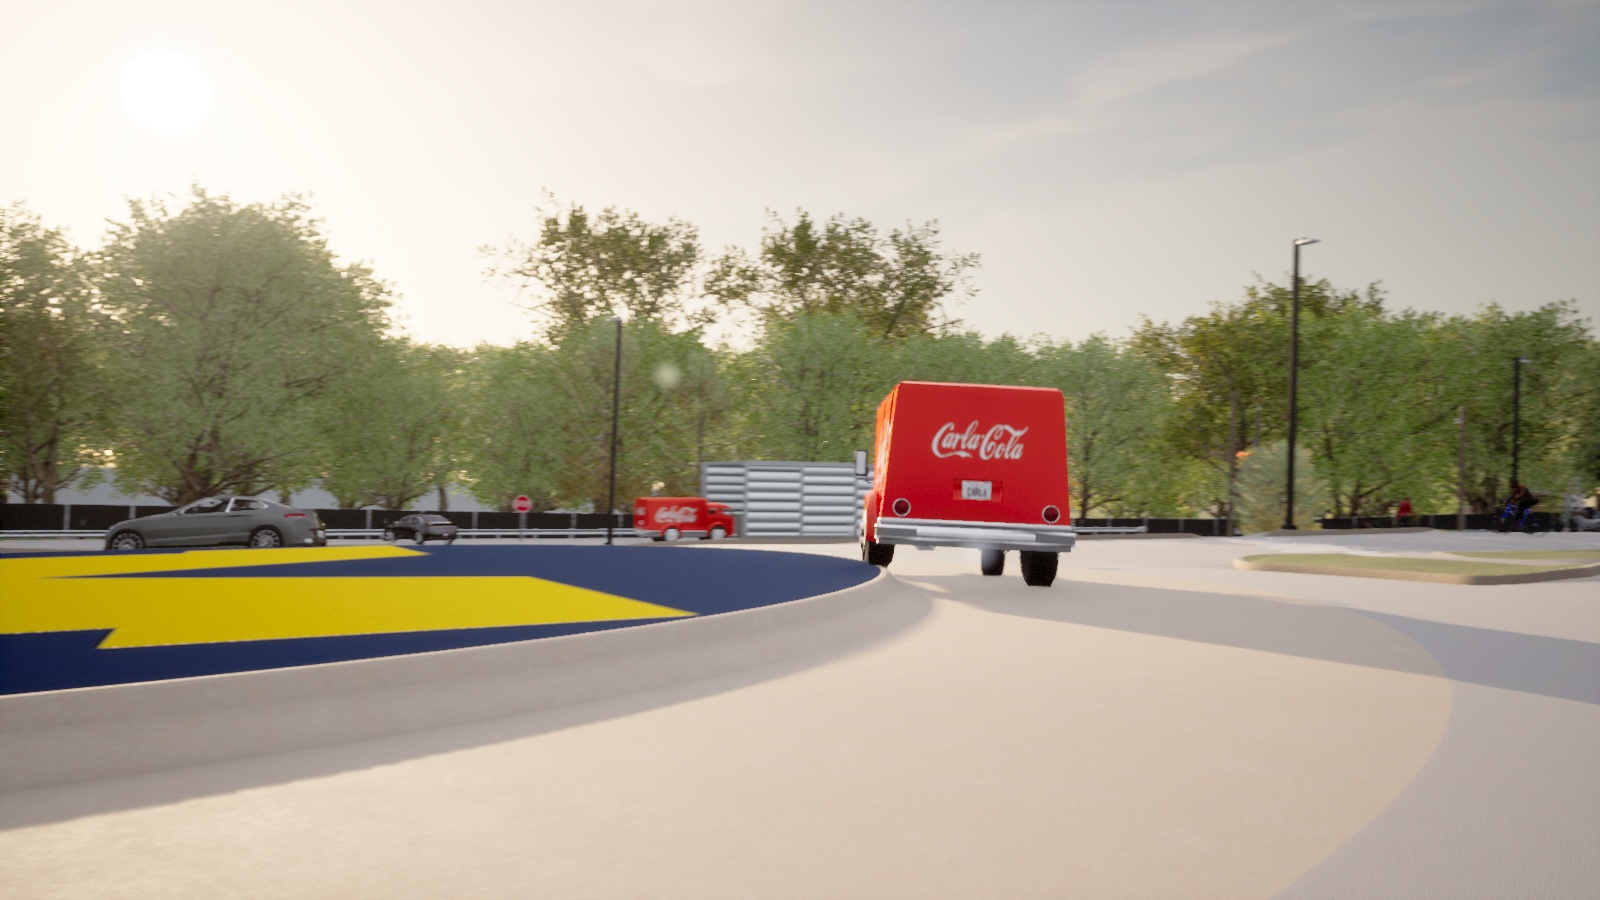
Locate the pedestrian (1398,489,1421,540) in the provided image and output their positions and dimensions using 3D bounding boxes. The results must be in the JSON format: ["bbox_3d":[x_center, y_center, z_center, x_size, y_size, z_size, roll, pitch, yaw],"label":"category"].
[{"bbox_3d":[22.365,2.380,46.088,0.636,1.846,0.331,3,-2,-13],"label":"pedestrian"}]

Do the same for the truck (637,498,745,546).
[{"bbox_3d":[-5.907,3.844,67.863,5.204,2.467,2.627,1,-1,-24],"label":"truck"}]

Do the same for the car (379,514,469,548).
[{"bbox_3d":[-18.882,4.018,62.943,4.902,1.511,2.128,-1,-2,44],"label":"car"}]

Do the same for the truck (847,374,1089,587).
[{"bbox_3d":[2.141,0.545,17.820,2.627,2.467,5.204,2,-4,0],"label":"truck"}]

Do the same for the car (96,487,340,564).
[{"bbox_3d":[-14.382,1.910,31.304,5.027,1.651,2.152,-1,-8,-3],"label":"car"}]

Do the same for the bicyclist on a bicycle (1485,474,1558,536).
[{"bbox_3d":[20.259,1.541,35.271,1.656,1.620,0.582,3,-2,2],"label":"bicyclist on a bicycle"}]

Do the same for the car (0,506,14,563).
[{"bbox_3d":[-23.131,2.226,32.412,2.007,1.525,4.514,1,-1,19],"label":"car"}]
